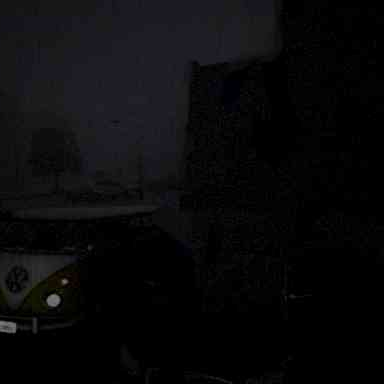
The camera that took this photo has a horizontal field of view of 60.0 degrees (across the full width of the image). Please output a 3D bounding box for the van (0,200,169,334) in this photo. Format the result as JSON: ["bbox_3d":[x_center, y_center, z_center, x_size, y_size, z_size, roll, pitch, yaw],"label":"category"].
[{"bbox_3d":[-1.921,1.267,6.627,1.878,1.987,4.442,0,-1,15],"label":"van"}]

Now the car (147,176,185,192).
[{"bbox_3d":[-3.491,-0.884,41.540,4.892,1.521,2.231,1,6,9],"label":"car"}]

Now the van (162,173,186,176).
[{"bbox_3d":[-2.143,-1.393,44.157,4.442,1.987,1.878,0,6,9],"label":"van"}]

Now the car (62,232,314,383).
[{"bbox_3d":[0.584,1.488,5.012,2.231,1.521,4.892,0,-1,15],"label":"car"}]

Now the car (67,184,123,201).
[{"bbox_3d":[-9.316,0.290,31.015,4.674,1.452,2.002,0,6,9],"label":"car"}]

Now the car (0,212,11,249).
[{"bbox_3d":[-9.246,1.550,11.966,2.163,1.488,4.792,0,-1,14],"label":"car"}]

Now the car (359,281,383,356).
[{"bbox_3d":[3.040,1.520,3.258,2.002,1.452,4.674,0,-1,15],"label":"car"}]

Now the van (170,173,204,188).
[{"bbox_3d":[-0.682,-1.678,46.794,4.442,1.987,1.878,1,6,9],"label":"van"}]

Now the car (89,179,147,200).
[{"bbox_3d":[-7.839,-0.284,33.618,5.566,2.045,2.435,0,6,9],"label":"car"}]
